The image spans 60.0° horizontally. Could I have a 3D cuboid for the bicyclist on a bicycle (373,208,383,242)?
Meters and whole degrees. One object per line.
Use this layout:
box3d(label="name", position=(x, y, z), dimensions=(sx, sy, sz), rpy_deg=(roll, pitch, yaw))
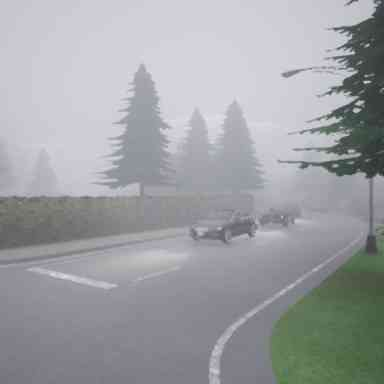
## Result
box3d(label="bicyclist on a bicycle", position=(9.787, 1.592, 16.144), dimensions=(1.656, 1.620, 0.582), rpy_deg=(0, 0, 13))

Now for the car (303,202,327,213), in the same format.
box3d(label="car", position=(15.485, 1.882, 41.673), dimensions=(1.994, 1.385, 4.181), rpy_deg=(0, 0, 8))

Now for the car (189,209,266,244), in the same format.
box3d(label="car", position=(1.704, 1.605, 16.767), dimensions=(2.128, 1.511, 4.902), rpy_deg=(0, 0, 33))

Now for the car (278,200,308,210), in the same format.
box3d(label="car", position=(15.623, 1.929, 51.714), dimensions=(2.033, 1.411, 5.357), rpy_deg=(0, 0, -13))

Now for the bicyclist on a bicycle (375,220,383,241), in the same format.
box3d(label="bicyclist on a bicycle", position=(9.565, 1.586, 15.431), dimensions=(1.656, 1.620, 0.582), rpy_deg=(0, -1, 33))

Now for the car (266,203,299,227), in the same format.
box3d(label="car", position=(6.410, 1.781, 24.801), dimensions=(1.895, 1.301, 4.718), rpy_deg=(0, 0, 26))

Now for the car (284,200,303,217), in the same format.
box3d(label="car", position=(10.156, 1.855, 34.399), dimensions=(1.895, 1.301, 4.718), rpy_deg=(0, 0, 16))
